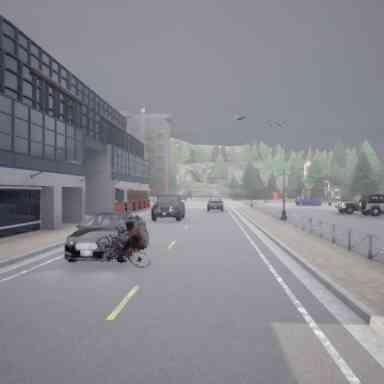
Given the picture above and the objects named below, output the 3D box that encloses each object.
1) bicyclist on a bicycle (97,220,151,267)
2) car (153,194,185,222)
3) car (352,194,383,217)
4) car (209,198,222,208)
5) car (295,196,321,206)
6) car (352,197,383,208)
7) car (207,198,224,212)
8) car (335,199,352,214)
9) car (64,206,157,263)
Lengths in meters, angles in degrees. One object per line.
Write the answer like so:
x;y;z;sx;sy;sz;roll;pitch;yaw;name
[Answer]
-1.771;1.413;9.233;1.656;1.620;0.582;25;38;-5;bicyclist on a bicycle
-1.804;1.220;26.932;2.150;2.045;5.566;0;0;4;car
16.056;1.092;27.956;3.866;1.878;1.905;0;0;4;car
3.488;1.601;49.765;1.895;1.301;4.718;0;0;4;car
17.285;1.389;49.412;3.633;1.501;1.845;0;0;4;car
24.479;1.399;45.920;3.806;1.475;1.970;0;0;4;car
2.768;1.491;39.472;2.128;1.511;4.902;0;0;4;car
15.848;1.113;30.883;4.605;1.855;1.932;0;0;4;car
-2.867;1.490;12.026;2.128;1.511;4.902;0;0;4;car
